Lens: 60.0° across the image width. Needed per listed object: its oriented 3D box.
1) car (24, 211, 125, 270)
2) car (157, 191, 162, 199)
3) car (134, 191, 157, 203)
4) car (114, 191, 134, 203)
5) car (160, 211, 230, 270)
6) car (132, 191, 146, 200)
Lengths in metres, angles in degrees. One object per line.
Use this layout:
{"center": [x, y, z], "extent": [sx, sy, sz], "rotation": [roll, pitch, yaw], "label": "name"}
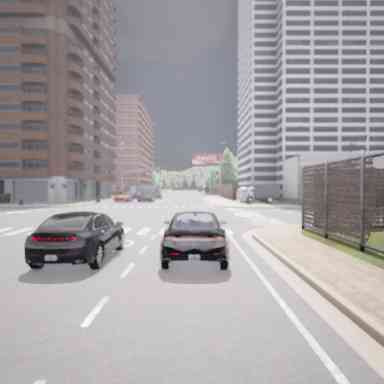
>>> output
{"center": [-3.421, 1.364, 10.528], "extent": [1.837, 1.490, 4.892], "rotation": [0, 0, 0], "label": "car"}
{"center": [-7.004, 0.638, 66.468], "extent": [1.837, 1.490, 4.892], "rotation": [0, 3, 0], "label": "car"}
{"center": [-7.069, 0.693, 50.971], "extent": [2.097, 1.767, 4.553], "rotation": [0, 1, 0], "label": "car"}
{"center": [-10.568, 0.692, 51.087], "extent": [2.097, 1.767, 4.553], "rotation": [0, 1, 0], "label": "car"}
{"center": [0.104, 1.352, 10.502], "extent": [2.128, 1.511, 4.902], "rotation": [0, 1, 1], "label": "car"}
{"center": [-10.504, 0.620, 66.345], "extent": [1.882, 1.535, 5.008], "rotation": [0, 2, 0], "label": "car"}
